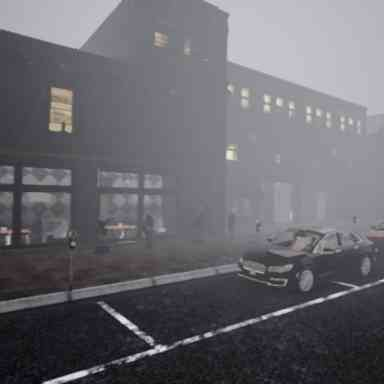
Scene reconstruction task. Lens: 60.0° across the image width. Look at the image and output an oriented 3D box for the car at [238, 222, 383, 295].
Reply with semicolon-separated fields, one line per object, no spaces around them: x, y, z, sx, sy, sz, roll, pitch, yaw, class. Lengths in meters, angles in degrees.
3.159;1.601;8.797;4.403;1.369;2.008;0;1;-35;car
